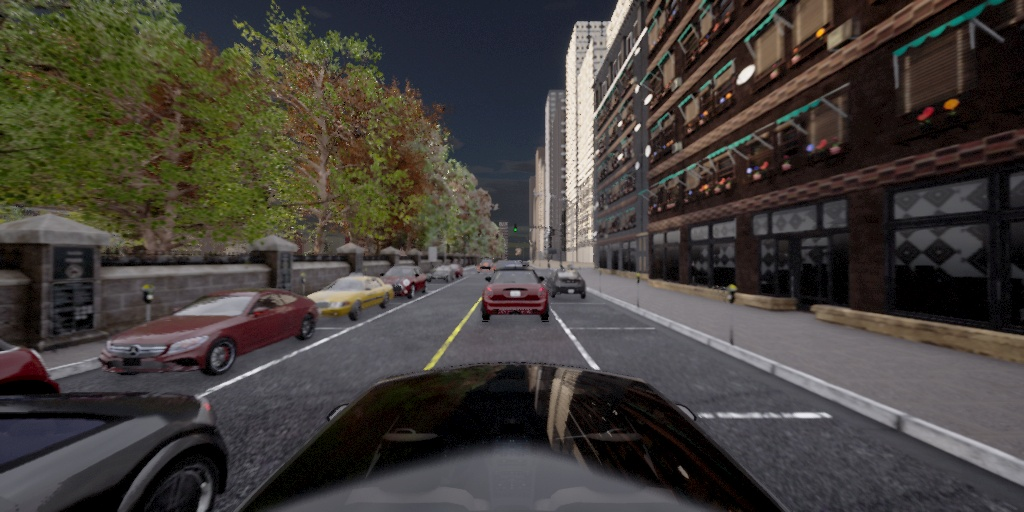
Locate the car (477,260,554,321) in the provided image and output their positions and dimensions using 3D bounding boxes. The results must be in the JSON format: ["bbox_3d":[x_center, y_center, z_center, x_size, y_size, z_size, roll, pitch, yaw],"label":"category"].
[{"bbox_3d":[0.101,1.146,12.777,2.097,1.767,4.553,0,0,0],"label":"car"}]

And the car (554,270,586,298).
[{"bbox_3d":[2.693,1.368,18.533,2.007,1.370,4.403,0,0,0],"label":"car"}]

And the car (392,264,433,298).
[{"bbox_3d":[-5.688,1.257,18.533,1.967,1.591,4.097,0,0,0],"label":"car"}]

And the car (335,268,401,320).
[{"bbox_3d":[-5.689,1.320,12.824,1.751,1.417,4.829,0,0,0],"label":"car"}]

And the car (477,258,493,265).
[{"bbox_3d":[-2.991,1.083,42.707,2.097,1.767,4.553,0,0,0],"label":"car"}]

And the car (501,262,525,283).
[{"bbox_3d":[0.106,1.345,30.340,1.882,1.535,5.008,0,0,0],"label":"car"}]

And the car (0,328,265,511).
[{"bbox_3d":[-3.102,1.311,0.930,1.994,1.385,4.181,0,0,0],"label":"car"}]

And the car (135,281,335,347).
[{"bbox_3d":[-5.690,1.355,7.456,1.802,1.307,4.207,0,0,0],"label":"car"}]

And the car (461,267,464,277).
[{"bbox_3d":[-5.813,1.433,35.148,1.888,1.381,4.507,0,0,0],"label":"car"}]

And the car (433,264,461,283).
[{"bbox_3d":[-5.763,1.414,29.608,2.007,1.370,4.403,0,0,0],"label":"car"}]
